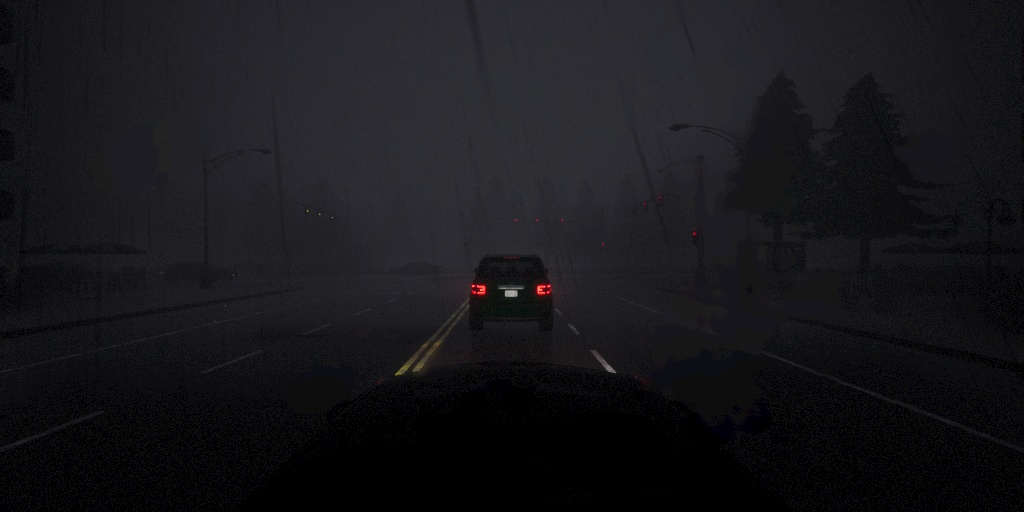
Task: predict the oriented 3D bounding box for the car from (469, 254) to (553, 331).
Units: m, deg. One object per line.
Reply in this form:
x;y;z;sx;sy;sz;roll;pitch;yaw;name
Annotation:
-0.020;0.971;11.086;2.150;2.045;5.566;0;0;0;car

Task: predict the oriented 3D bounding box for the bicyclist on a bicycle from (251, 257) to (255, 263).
-30.097;0.995;41.602;0.582;1.620;1.656;0;0;0;bicyclist on a bicycle

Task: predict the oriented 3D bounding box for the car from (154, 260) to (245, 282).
-23.535;1.199;27.150;4.892;1.490;1.837;0;0;-1;car

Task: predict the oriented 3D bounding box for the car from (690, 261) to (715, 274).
21.495;1.221;38.232;4.674;1.442;1.812;-1;0;0;car

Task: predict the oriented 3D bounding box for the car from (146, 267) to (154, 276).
-27.767;1.242;30.610;5.357;1.411;2.033;0;0;-2;car

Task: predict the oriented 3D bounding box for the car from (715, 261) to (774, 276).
22.947;1.186;34.737;4.902;1.511;2.128;0;0;0;car

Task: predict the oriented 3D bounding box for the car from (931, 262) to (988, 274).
45.003;1.295;36.826;4.718;1.301;1.895;0;0;15;car

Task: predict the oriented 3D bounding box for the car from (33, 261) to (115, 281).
-33.003;1.172;26.973;5.008;1.535;1.882;0;0;-2;car

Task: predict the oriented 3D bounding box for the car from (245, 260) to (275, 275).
-27.890;1.172;37.838;5.008;1.535;1.882;0;0;0;car

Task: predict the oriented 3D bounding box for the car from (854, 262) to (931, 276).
36.351;1.242;34.654;5.357;1.411;2.033;0;0;2;car

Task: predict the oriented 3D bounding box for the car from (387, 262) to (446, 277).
-9.146;1.252;34.491;5.357;1.411;2.033;0;0;0;car
